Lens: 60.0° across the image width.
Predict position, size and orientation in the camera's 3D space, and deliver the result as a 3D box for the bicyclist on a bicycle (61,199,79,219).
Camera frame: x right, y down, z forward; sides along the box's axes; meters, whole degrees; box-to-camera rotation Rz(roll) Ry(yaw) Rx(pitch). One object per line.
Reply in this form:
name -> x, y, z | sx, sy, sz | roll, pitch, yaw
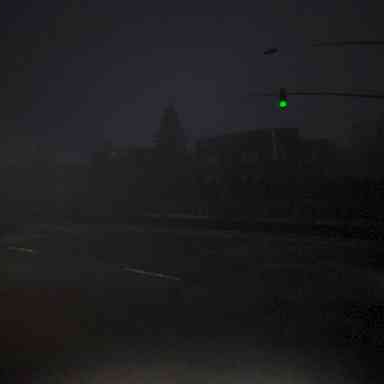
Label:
bicyclist on a bicycle -> -10.201, 1.394, 27.742 | 0.582, 1.620, 1.656 | -1, 1, 37
